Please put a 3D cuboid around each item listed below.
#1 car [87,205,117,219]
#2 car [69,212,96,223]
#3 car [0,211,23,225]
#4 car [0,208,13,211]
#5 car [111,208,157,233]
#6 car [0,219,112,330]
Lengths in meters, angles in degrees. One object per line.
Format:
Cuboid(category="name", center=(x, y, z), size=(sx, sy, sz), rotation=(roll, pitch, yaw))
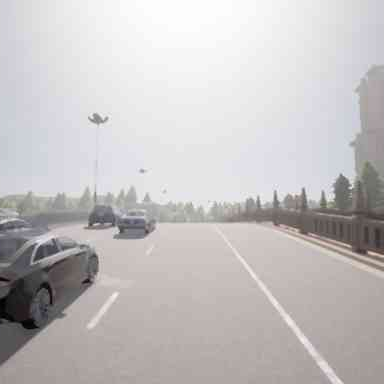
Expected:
Cuboid(category="car", center=(-6.921, 1.883, 27.528), size=(2.097, 1.767, 4.553), rotation=(0, -3, 0))
Cuboid(category="car", center=(-14.090, 3.381, 43.157), size=(1.895, 1.301, 4.718), rotation=(0, -6, 0))
Cuboid(category="car", center=(-6.921, 1.640, 11.914), size=(2.128, 1.511, 4.902), rotation=(0, -1, 0))
Cuboid(category="car", center=(-17.601, 2.214, 30.396), size=(1.812, 1.442, 4.674), rotation=(0, -3, 0))
Cuboid(category="car", center=(-3.451, 1.851, 21.641), size=(2.033, 1.411, 5.357), rotation=(0, -2, 0))
Cuboid(category="car", center=(-3.446, 1.581, 7.077), size=(2.128, 1.511, 4.902), rotation=(0, -1, 1))
